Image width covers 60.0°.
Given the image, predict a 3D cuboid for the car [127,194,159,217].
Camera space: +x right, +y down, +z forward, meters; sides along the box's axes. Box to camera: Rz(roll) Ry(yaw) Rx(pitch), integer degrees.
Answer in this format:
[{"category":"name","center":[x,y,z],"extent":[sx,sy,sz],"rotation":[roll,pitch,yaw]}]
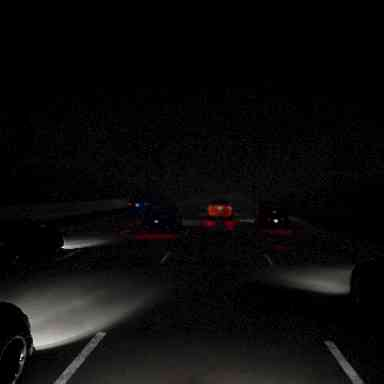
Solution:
[{"category":"car","center":[-4.423,1.241,31.076],"extent":[2.150,2.045,5.566],"rotation":[0,0,5]}]

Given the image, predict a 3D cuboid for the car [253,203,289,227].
[{"category":"car","center":[5.446,1.522,23.124],"extent":[1.837,1.490,4.892],"rotation":[0,0,5]}]

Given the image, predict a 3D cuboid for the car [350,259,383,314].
[{"category":"car","center":[3.996,1.530,4.773],"extent":[1.812,1.442,4.674],"rotation":[0,0,3]}]

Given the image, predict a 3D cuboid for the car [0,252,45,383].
[{"category":"car","center":[-3.042,1.565,2.539],"extent":[1.994,1.385,4.181],"rotation":[0,0,2]}]

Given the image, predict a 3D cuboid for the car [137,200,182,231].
[{"category":"car","center":[-1.761,1.491,20.926],"extent":[1.882,1.535,5.008],"rotation":[0,0,5]}]

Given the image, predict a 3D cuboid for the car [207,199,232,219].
[{"category":"car","center":[2.467,1.374,29.446],"extent":[2.097,1.767,4.553],"rotation":[0,0,5]}]

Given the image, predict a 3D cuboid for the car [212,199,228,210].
[{"category":"car","center":[3.640,1.595,43.323],"extent":[1.994,1.385,4.181],"rotation":[0,0,5]}]

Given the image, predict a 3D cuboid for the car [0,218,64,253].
[{"category":"car","center":[-6.068,1.570,11.223],"extent":[1.994,1.385,4.181],"rotation":[0,0,4]}]
